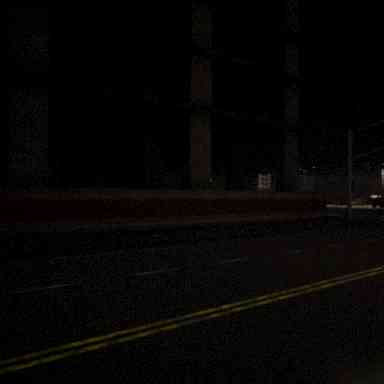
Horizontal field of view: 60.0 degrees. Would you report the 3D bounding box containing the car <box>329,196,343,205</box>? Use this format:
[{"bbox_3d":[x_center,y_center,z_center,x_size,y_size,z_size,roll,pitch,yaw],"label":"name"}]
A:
[{"bbox_3d":[31.255,2.091,69.653,3.905,1.438,1.784,1,0,-35],"label":"car"}]

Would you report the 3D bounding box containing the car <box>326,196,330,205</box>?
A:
[{"bbox_3d":[29.666,1.880,71.816,4.605,1.855,1.932,1,0,-35],"label":"car"}]

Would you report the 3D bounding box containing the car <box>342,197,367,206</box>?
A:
[{"bbox_3d":[32.926,2.122,67.289,3.806,1.475,1.970,1,0,-35],"label":"car"}]

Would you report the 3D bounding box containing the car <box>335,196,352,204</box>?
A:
[{"bbox_3d":[38.754,2.046,85.045,4.605,1.855,1.932,1,0,-35],"label":"car"}]

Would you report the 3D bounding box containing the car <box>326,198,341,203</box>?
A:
[{"bbox_3d":[37.132,2.258,87.446,3.905,1.438,1.784,1,0,-35],"label":"car"}]
